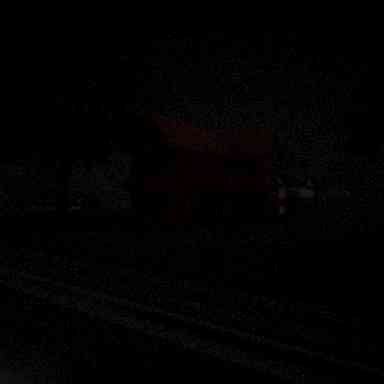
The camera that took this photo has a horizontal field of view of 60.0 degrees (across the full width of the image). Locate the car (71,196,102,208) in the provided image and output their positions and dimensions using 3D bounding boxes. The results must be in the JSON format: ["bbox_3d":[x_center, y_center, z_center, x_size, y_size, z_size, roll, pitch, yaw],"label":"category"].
[{"bbox_3d":[-15.934,1.398,50.142,2.097,1.767,4.553,0,0,34],"label":"car"}]
